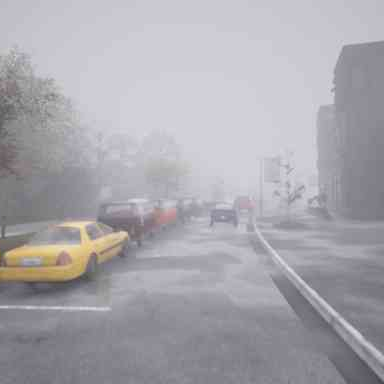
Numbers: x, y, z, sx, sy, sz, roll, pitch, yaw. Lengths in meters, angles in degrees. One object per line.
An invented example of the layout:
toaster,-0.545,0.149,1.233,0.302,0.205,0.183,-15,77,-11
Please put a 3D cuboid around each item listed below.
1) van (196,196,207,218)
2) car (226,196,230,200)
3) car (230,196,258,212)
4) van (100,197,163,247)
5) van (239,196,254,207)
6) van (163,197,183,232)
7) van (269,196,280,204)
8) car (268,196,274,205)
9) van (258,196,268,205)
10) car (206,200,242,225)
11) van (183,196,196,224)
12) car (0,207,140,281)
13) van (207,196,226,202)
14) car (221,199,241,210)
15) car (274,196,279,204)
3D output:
van,-0.105,1.438,31.901,1.878,1.987,4.442,-2,0,10
car,4.396,1.609,47.965,2.435,2.045,5.566,-2,0,16
car,6.692,1.502,42.440,2.150,2.045,5.566,-1,-1,17
van,-2.808,1.303,15.361,1.878,1.987,4.442,-2,0,4
van,10.501,1.815,63.629,1.878,1.987,4.442,-1,0,23
van,-2.093,1.340,20.910,1.878,1.987,4.442,-2,0,9
van,22.100,2.084,88.738,1.878,1.987,4.442,-1,-1,27
car,17.347,2.220,78.599,2.163,1.488,4.792,-1,0,23
van,14.584,1.907,72.705,1.878,1.987,4.442,-1,0,23
car,2.501,1.578,24.891,1.882,1.535,5.008,0,-1,10
van,-1.188,1.385,26.428,1.878,1.987,4.442,-2,0,9
car,-3.286,1.497,9.863,1.946,1.575,5.366,-2,0,5
van,2.719,1.567,42.724,1.878,1.987,4.442,-2,0,15
car,6.280,1.965,53.195,2.002,1.452,4.674,-2,0,20
car,19.686,2.238,83.589,2.231,1.521,4.892,-1,0,23
